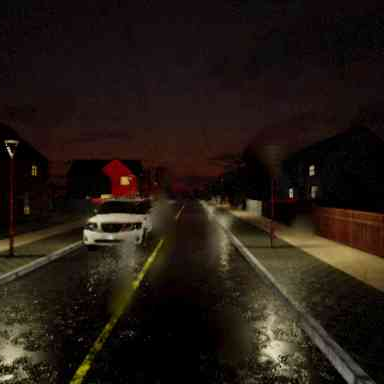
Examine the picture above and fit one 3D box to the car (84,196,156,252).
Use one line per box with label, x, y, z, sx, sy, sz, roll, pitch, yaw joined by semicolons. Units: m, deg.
car;-2.831;1.227;14.353;2.150;2.045;5.566;0;0;0
